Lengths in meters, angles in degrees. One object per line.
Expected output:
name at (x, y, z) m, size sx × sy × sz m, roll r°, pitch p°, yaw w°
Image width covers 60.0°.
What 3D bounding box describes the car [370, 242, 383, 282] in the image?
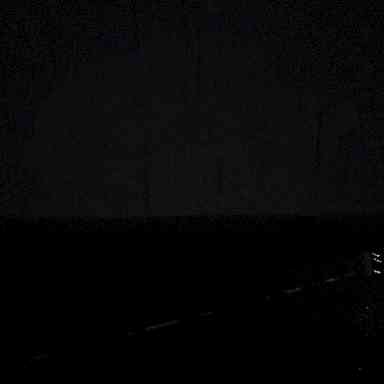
car at (6.722, 1.567, 9.009) m, size 5.008 × 1.535 × 1.882 m, roll 1°, pitch 0°, yaw -37°
